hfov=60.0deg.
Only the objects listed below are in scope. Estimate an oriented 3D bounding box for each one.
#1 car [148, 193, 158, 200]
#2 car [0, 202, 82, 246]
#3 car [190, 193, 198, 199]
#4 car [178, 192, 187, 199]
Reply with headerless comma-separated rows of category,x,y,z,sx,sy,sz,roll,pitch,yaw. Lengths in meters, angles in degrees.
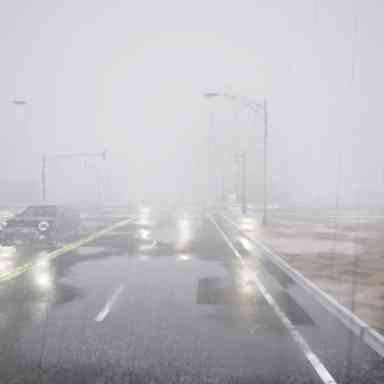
car,-9.374,1.097,80.391,2.097,1.767,4.553,0,0,1
car,-6.595,1.312,14.899,2.097,1.767,4.553,0,0,0
car,0.529,1.253,89.577,1.994,1.385,4.181,0,0,1
car,-2.720,1.224,89.665,1.812,1.442,4.674,0,0,1
